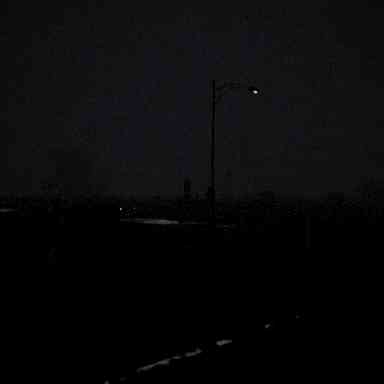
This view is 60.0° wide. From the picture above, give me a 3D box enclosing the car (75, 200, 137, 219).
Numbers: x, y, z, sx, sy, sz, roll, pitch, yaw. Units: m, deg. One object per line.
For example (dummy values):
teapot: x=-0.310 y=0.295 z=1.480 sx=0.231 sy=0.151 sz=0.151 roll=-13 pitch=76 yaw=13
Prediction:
car: x=-6.388 y=1.243 z=24.719 sx=4.718 sy=1.301 sz=1.895 roll=1 pitch=0 yaw=31
